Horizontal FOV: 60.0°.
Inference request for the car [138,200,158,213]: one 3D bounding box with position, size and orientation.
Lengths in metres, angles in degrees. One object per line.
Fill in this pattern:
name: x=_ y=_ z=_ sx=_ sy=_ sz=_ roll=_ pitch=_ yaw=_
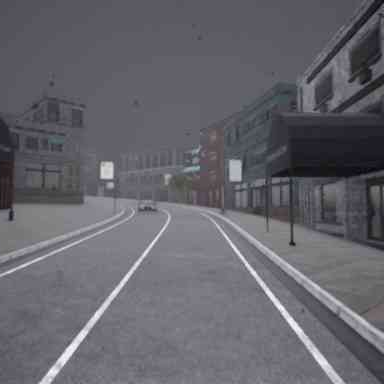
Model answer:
car: x=-4.688 y=1.493 z=35.161 sx=1.994 sy=1.385 sz=4.181 roll=0 pitch=1 yaw=-9
